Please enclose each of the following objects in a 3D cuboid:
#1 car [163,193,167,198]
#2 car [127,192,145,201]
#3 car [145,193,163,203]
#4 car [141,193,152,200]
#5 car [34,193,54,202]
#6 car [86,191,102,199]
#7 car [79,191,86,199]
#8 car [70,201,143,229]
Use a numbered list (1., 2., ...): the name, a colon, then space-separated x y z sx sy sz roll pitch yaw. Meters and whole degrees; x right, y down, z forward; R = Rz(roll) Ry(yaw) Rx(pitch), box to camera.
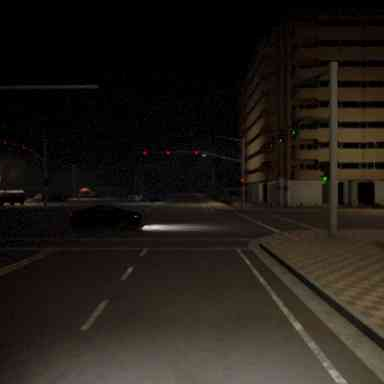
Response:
1. car: -7.003 0.932 77.438 1.882 1.535 5.008 0 0 0
2. car: -10.520 0.946 61.815 2.150 2.045 5.566 0 0 1
3. car: -7.027 1.203 61.898 1.882 1.535 5.008 0 0 1
4. car: -10.503 0.987 77.405 1.812 1.442 4.674 0 0 0
5. car: -30.213 1.098 67.204 1.970 1.475 3.806 0 0 0
6. car: -24.552 0.779 84.596 1.932 1.855 4.605 0 0 0
7. car: -27.446 0.781 84.660 1.905 1.878 3.866 0 0 0
8. car: -5.121 1.446 20.060 4.181 1.385 1.994 0 0 -1
